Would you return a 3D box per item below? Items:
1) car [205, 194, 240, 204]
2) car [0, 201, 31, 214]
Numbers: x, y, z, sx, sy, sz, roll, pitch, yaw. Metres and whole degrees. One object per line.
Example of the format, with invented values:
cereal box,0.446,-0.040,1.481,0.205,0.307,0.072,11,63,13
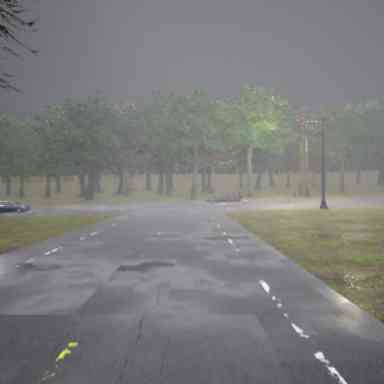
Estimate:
car,4.722,1.011,51.096,5.357,1.411,2.033,-1,3,0
car,-23.763,1.953,43.877,4.553,1.767,2.097,-1,3,0
